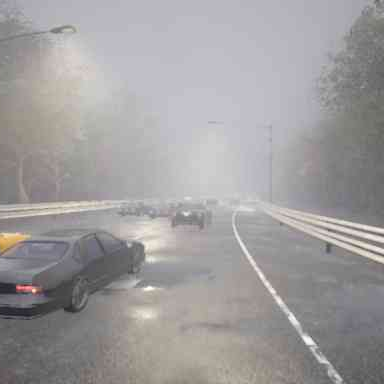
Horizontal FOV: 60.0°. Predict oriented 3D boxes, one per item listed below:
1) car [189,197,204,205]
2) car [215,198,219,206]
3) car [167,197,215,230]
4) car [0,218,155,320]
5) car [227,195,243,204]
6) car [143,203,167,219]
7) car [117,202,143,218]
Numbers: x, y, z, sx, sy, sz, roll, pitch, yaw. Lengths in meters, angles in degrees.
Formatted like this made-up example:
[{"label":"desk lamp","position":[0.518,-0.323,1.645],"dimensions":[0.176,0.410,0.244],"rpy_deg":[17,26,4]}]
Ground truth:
[{"label":"car","position":[1.021,1.782,65.122],"dimensions":[2.033,1.411,5.357],"rpy_deg":[0,0,11]},{"label":"car","position":[3.753,1.721,60.736],"dimensions":[1.882,1.535,5.008],"rpy_deg":[0,0,11]},{"label":"car","position":[0.065,1.452,22.476],"dimensions":[2.097,1.767,4.553],"rpy_deg":[0,0,11]},{"label":"car","position":[-2.727,1.573,7.749],"dimensions":[2.033,1.411,5.357],"rpy_deg":[0,0,11]},{"label":"car","position":[9.058,1.846,69.938],"dimensions":[2.033,1.411,5.357],"rpy_deg":[0,0,11]},{"label":"car","position":[-2.241,1.654,29.101],"dimensions":[2.033,1.411,5.357],"rpy_deg":[0,0,11]},{"label":"car","position":[-5.307,1.638,31.717],"dimensions":[2.033,1.411,5.357],"rpy_deg":[0,0,11]}]
